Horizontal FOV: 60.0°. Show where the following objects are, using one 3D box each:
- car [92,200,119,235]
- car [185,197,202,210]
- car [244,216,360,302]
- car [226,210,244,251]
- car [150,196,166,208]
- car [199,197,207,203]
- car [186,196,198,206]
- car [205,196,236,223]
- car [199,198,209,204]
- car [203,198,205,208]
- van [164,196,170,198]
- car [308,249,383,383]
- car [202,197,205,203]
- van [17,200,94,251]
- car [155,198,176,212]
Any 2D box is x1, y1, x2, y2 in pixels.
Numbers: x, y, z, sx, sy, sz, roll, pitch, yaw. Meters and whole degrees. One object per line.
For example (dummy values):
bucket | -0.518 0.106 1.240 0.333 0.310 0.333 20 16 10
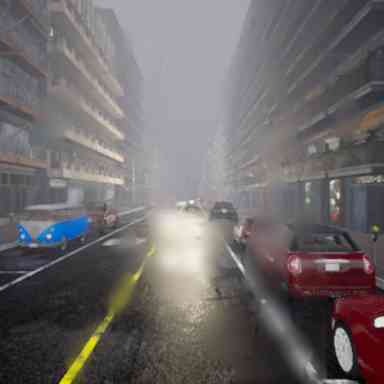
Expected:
car | -5.692 1.400 19.665 2.192 1.841 5.009 0 0 0
car | 0.008 1.783 46.278 2.033 1.411 5.357 0 0 0
car | 2.690 1.472 8.319 1.967 1.590 4.097 0 0 0
car | 2.690 1.637 13.982 1.802 1.307 4.206 0 0 0
car | -5.691 1.805 53.465 1.752 1.417 4.829 0 0 0
car | 2.689 2.039 81.919 2.008 1.369 4.403 0 0 0
car | 0.003 1.725 65.181 2.097 1.767 4.553 0 0 0
car | 2.388 1.476 26.901 2.097 1.767 4.553 0 0 0
car | 2.689 1.995 76.258 2.008 1.369 4.403 0 0 0
car | 2.689 1.757 42.289 1.887 1.381 4.507 0 0 0
van | -5.692 1.700 64.960 1.690 1.788 3.998 0 0 0
car | 2.690 1.555 2.659 1.887 1.381 4.507 0 0 0
car | 2.689 1.790 47.954 1.887 1.381 4.507 0 0 0
van | -5.690 1.397 14.005 1.690 1.788 3.998 0 0 0
car | -3.083 1.774 41.730 1.994 1.385 4.181 0 0 0
